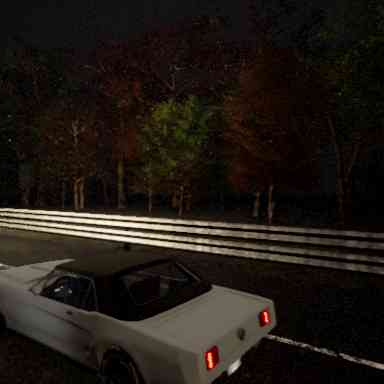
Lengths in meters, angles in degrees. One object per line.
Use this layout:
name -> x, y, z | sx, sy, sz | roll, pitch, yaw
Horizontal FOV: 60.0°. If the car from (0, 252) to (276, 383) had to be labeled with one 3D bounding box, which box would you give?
car -> -1.331, 1.588, 4.933 | 4.718, 1.301, 1.895 | 0, 0, 35
